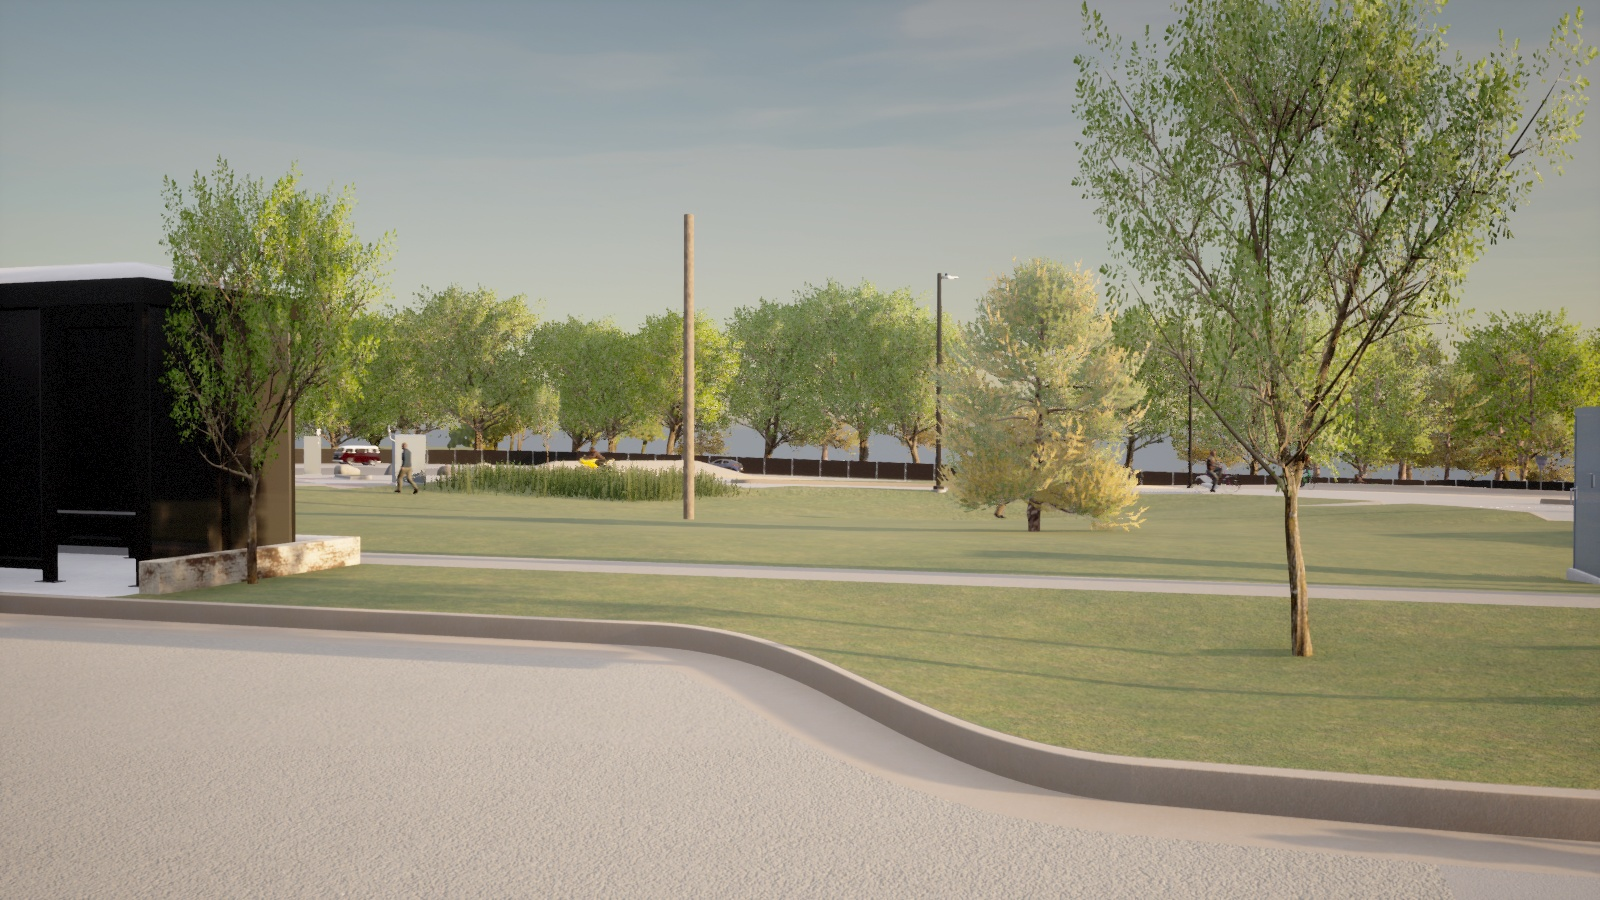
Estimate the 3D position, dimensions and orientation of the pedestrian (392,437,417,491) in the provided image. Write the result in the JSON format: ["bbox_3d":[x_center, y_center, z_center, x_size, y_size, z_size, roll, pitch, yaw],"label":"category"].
[{"bbox_3d":[-13.518,0.474,42.927,0.726,1.842,0.402,1,1,18],"label":"pedestrian"}]

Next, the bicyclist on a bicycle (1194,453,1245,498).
[{"bbox_3d":[17.002,1.028,50.947,1.843,1.776,0.659,0,1,37],"label":"bicyclist on a bicycle"}]

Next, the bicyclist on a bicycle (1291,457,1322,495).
[{"bbox_3d":[22.485,1.159,55.783,0.582,1.620,1.656,1,-3,-5],"label":"bicyclist on a bicycle"}]

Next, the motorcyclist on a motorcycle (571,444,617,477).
[{"bbox_3d":[-9.926,0.524,60.399,2.044,1.523,0.797,1,1,-19],"label":"motorcyclist on a motorcycle"}]
